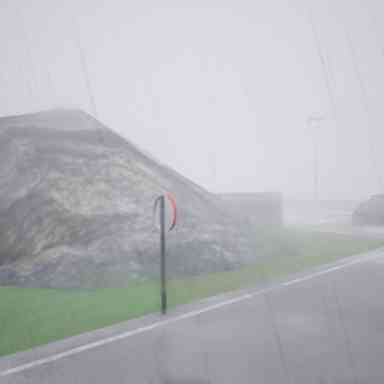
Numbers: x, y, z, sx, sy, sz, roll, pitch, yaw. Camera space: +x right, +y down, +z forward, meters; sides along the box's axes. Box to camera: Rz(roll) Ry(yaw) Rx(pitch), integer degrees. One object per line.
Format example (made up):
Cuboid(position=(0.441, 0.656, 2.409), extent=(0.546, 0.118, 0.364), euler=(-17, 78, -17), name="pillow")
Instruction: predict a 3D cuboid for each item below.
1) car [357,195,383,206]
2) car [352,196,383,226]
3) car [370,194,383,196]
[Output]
Cuboid(position=(27.047, 1.259, 48.495), extent=(1.837, 1.490, 4.892), euler=(-1, 0, -39), name="car")
Cuboid(position=(12.544, 1.343, 20.865), extent=(2.097, 1.767, 4.553), euler=(-1, 0, -28), name="car")
Cuboid(position=(15.405, 1.162, 23.596), extent=(2.150, 2.045, 5.566), euler=(-1, 0, -39), name="car")
